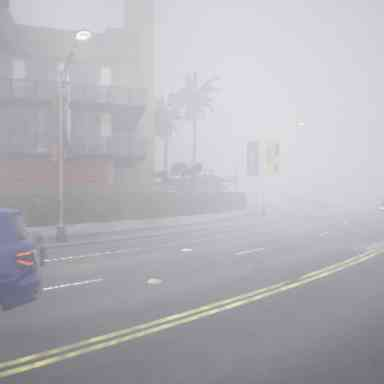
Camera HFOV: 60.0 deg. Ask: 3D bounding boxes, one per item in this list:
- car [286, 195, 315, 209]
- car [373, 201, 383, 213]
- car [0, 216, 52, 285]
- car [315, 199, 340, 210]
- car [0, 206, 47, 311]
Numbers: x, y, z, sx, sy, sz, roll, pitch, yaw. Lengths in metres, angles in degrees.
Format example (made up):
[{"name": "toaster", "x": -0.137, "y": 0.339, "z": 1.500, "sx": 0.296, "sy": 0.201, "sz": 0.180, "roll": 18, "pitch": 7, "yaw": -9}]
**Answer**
[{"name": "car", "x": 13.962, "y": 1.055, "z": 43.780, "sx": 2.097, "sy": 1.767, "sz": 4.553, "roll": 0, "pitch": 0, "yaw": -2}, {"name": "car", "x": 20.104, "y": 1.531, "z": 33.705, "sx": 2.033, "sy": 1.411, "sz": 5.357, "roll": 0, "pitch": 0, "yaw": 11}, {"name": "car", "x": -6.341, "y": 1.538, "z": 8.245, "sx": 5.008, "sy": 1.535, "sz": 1.882, "roll": 0, "pitch": 0, "yaw": -36}, {"name": "car", "x": 17.463, "y": 1.587, "z": 43.882, "sx": 2.033, "sy": 1.411, "sz": 5.357, "roll": 0, "pitch": 0, "yaw": -2}, {"name": "car", "x": -5.162, "y": 1.266, "z": 4.735, "sx": 5.566, "sy": 2.045, "sz": 2.150, "roll": 0, "pitch": 0, "yaw": -36}]
